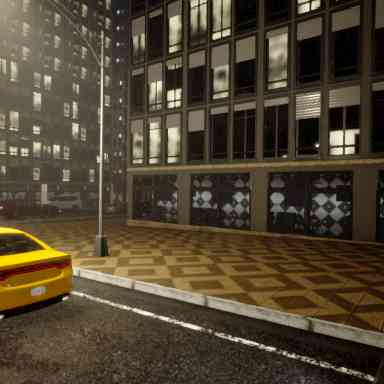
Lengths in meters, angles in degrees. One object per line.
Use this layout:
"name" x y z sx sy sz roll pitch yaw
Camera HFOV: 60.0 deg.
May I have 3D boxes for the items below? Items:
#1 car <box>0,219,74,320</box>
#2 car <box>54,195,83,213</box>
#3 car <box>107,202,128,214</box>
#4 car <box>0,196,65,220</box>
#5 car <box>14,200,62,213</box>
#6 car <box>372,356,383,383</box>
"car" -4.551 1.474 6.898 5.008 1.535 1.882 0 0 35
"car" -15.309 1.385 38.110 2.150 2.045 5.566 1 1 38
"car" -7.628 1.830 38.839 1.752 1.417 4.829 1 0 36
"car" -14.398 1.519 29.608 2.192 1.841 5.009 1 0 36
"car" -17.924 1.643 38.972 1.752 1.417 4.829 1 0 36
"car" 3.556 1.548 1.162 5.357 1.411 2.033 0 0 35
